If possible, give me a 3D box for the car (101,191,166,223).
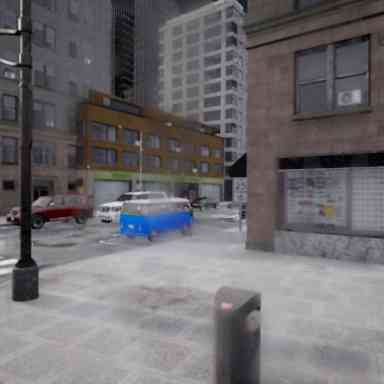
[{"bbox_3d":[-3.759,0.994,22.445,2.150,2.045,5.566,0,1,35],"label":"car"}]

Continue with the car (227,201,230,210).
[{"bbox_3d":[5.446,1.102,35.456,1.812,1.442,4.674,0,1,35],"label":"car"}]

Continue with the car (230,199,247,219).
[{"bbox_3d":[4.985,1.280,24.650,2.008,1.369,4.403,1,1,35],"label":"car"}]

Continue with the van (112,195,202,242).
[{"bbox_3d":[-1.489,1.208,15.488,1.690,1.788,3.998,1,1,35],"label":"van"}]

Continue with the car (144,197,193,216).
[{"bbox_3d":[-1.975,1.215,29.572,1.887,1.381,4.507,1,1,35],"label":"car"}]

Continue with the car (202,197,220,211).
[{"bbox_3d":[1.263,1.167,34.153,1.947,1.339,4.313,1,2,35],"label":"car"}]

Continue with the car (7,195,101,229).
[{"bbox_3d":[-8.450,1.123,20.408,2.192,1.841,5.009,1,1,35],"label":"car"}]
